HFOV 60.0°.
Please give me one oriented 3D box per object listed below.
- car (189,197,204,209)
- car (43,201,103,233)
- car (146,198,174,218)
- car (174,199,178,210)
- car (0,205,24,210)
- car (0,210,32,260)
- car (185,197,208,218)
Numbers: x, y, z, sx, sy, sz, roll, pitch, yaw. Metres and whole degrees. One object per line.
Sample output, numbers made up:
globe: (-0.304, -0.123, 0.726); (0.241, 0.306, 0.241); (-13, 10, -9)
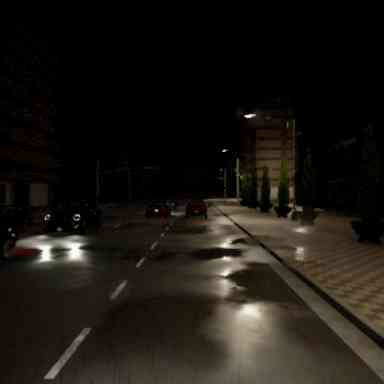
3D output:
car: (0.659, 1.462, 45.640); (1.882, 1.535, 5.008); (0, 0, 1)
car: (-6.807, 1.342, 19.431); (2.097, 1.767, 4.553); (0, 0, 1)
car: (-3.009, 1.552, 30.462); (1.994, 1.385, 4.181); (0, 0, 1)
car: (-2.892, 1.531, 43.105); (2.033, 1.411, 5.357); (0, 0, 1)
car: (-10.343, 1.480, 17.578); (2.128, 1.511, 4.902); (0, 0, 1)
car: (-6.988, 1.485, 9.623); (2.128, 1.511, 4.902); (0, 0, 1)
car: (0.396, 1.467, 30.007); (1.882, 1.535, 5.008); (0, 0, 1)
